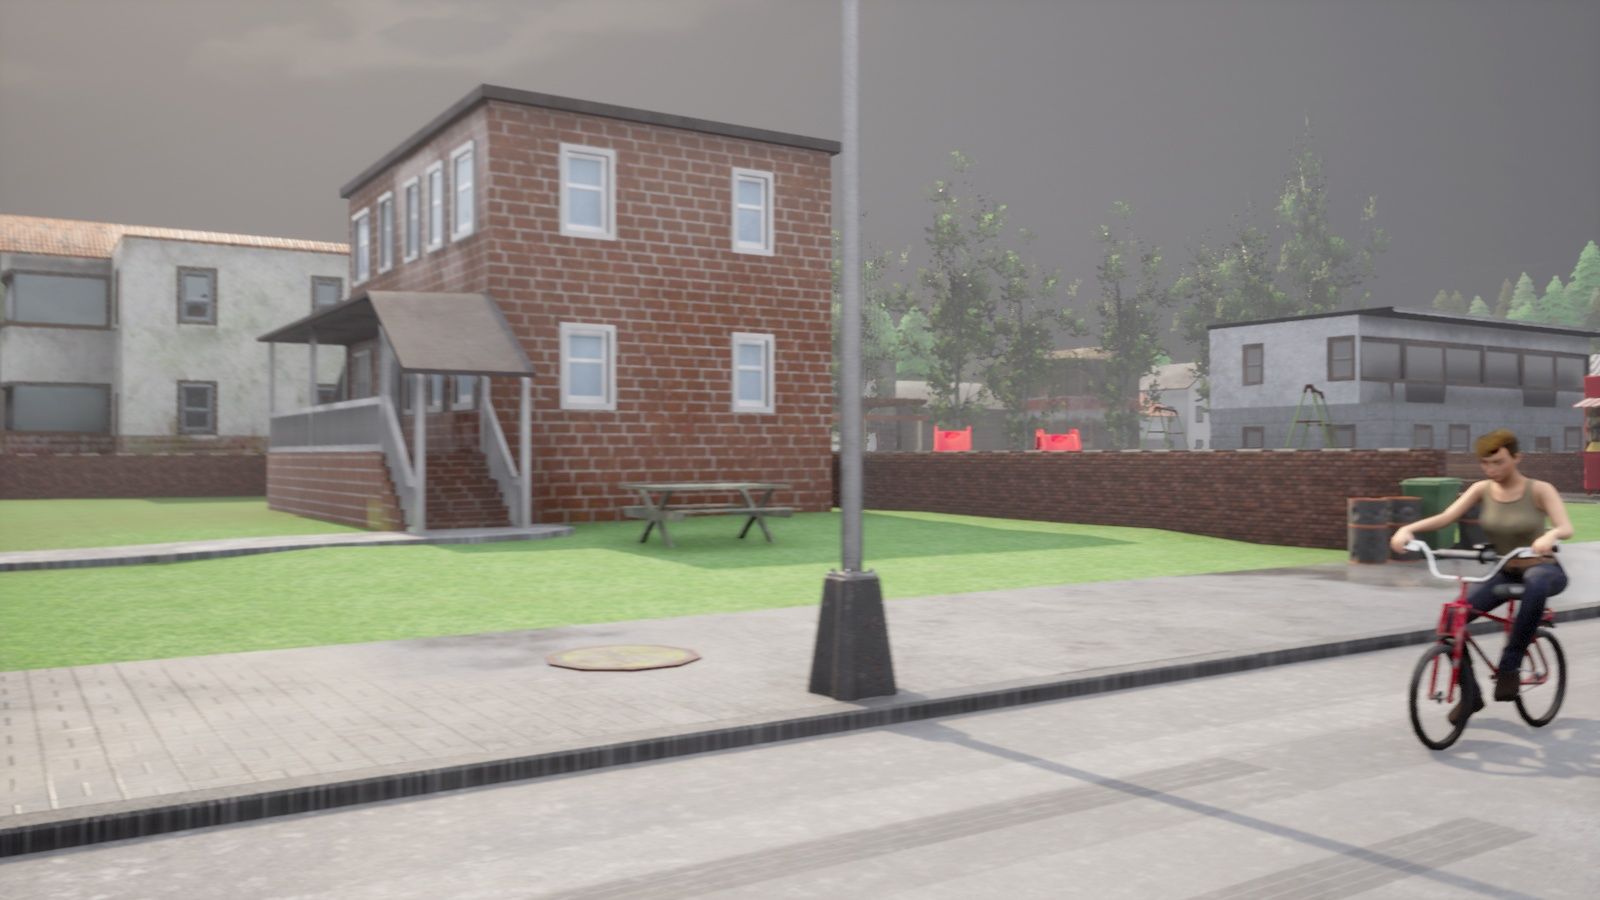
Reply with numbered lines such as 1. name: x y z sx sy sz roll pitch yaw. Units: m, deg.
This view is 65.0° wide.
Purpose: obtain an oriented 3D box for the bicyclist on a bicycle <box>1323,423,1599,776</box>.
1. bicyclist on a bicycle: 3.569 0.683 6.519 1.509 1.612 0.866 0 0 -33
